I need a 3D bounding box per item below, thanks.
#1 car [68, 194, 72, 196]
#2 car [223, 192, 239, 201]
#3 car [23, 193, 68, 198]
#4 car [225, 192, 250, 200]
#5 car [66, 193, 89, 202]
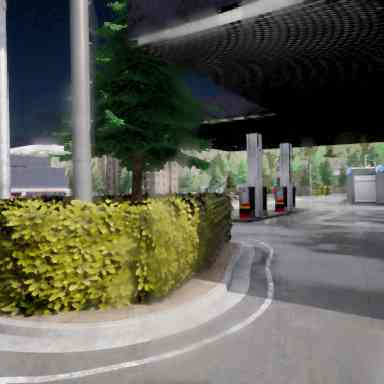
[{"bbox_3d":[-24.271,1.124,63.885,3.866,1.878,1.905,-1,1,35],"label":"car"},{"bbox_3d":[7.405,0.851,63.928,5.027,1.636,2.152,-1,1,35],"label":"car"},{"bbox_3d":[-14.795,1.183,33.599,3.866,1.878,1.905,-1,1,35],"label":"car"},{"bbox_3d":[9.177,0.812,66.517,4.514,1.523,2.007,-1,1,35],"label":"car"},{"bbox_3d":[-22.926,1.103,66.494,4.605,1.855,1.932,-1,1,35],"label":"car"}]
